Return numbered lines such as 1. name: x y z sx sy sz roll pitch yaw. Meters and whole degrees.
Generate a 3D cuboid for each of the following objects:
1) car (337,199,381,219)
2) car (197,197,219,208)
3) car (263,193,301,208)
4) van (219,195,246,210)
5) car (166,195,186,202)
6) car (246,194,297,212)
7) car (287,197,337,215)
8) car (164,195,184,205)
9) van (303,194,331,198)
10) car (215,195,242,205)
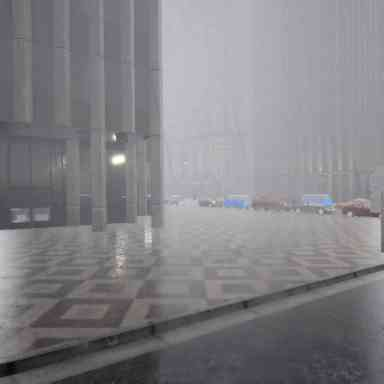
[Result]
1. car: 15.420 1.572 28.860 1.887 1.381 4.507 -1 1 -36
2. car: 2.547 1.377 46.823 1.967 1.590 4.097 -1 1 -36
3. car: 12.707 1.137 47.288 2.192 1.841 5.009 -1 1 -36
4. van: 5.763 1.299 42.332 1.690 1.788 3.998 -1 1 -36
5. car: -3.373 1.264 69.751 2.008 1.369 4.403 -1 1 -36
6. car: 8.982 1.296 37.840 2.192 1.841 5.009 -1 1 -36
7. car: 12.202 1.554 33.351 2.008 1.369 4.403 -1 1 -36
8. car: -3.889 1.444 55.807 2.008 1.369 4.403 -1 1 -36
9. van: 15.923 1.185 42.796 1.690 1.788 3.998 -1 1 -36
10. car: 6.177 1.303 56.412 1.752 1.417 4.829 -1 1 -36
